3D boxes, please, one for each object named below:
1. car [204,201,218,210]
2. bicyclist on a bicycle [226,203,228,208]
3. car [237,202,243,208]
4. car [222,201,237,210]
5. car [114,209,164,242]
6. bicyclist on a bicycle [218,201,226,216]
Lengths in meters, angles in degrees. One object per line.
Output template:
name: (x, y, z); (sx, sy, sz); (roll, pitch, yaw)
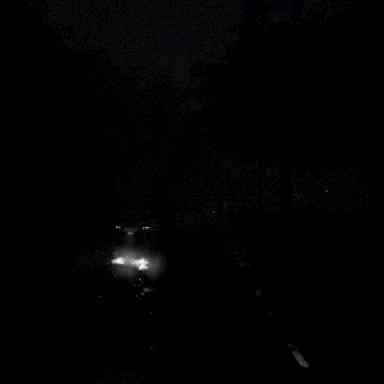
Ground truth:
car: (3.458, 2.395, 60.201); (1.812, 1.442, 4.674); (0, -1, 13)
bicyclist on a bicycle: (4.507, 2.026, 45.635); (0.866, 1.612, 1.509); (0, -1, 9)
car: (10.046, 2.831, 73.580); (2.033, 1.411, 5.357); (0, -2, 17)
car: (6.457, 2.390, 59.172); (1.837, 1.490, 4.892); (0, -1, 13)
car: (-2.631, 1.645, 17.398); (2.128, 1.511, 4.902); (1, -1, 4)
bicyclist on a bicycle: (3.175, 1.892, 37.031); (0.582, 1.620, 1.656); (1, -1, 8)
